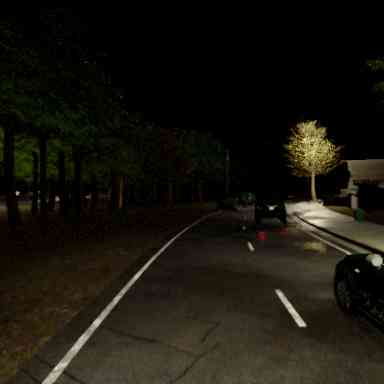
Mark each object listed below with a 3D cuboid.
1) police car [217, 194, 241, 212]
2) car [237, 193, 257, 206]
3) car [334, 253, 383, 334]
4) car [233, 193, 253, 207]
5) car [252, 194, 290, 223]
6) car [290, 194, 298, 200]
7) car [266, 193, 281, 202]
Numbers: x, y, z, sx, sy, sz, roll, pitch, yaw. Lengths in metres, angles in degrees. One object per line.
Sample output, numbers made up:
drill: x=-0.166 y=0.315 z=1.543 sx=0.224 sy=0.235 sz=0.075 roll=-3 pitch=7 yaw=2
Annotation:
police car: x=4.213 y=1.399 z=39.461 sx=1.930 sy=1.638 sz=5.238 roll=0 pitch=0 yaw=15
car: x=9.080 y=1.157 z=54.536 sx=2.150 sy=2.045 sz=5.566 roll=0 pitch=0 yaw=21
car: x=3.768 y=1.359 z=4.655 sx=2.097 sy=1.767 sz=4.553 roll=0 pitch=0 yaw=2
car: x=7.066 y=1.172 z=48.912 sx=2.150 sy=2.045 sz=5.566 roll=0 pitch=0 yaw=19
car: x=6.002 y=1.235 z=25.749 sx=2.150 sy=2.045 sz=5.566 roll=0 pitch=0 yaw=10
car: x=25.260 y=1.328 z=84.158 sx=2.128 sy=1.511 sz=4.902 roll=0 pitch=0 yaw=34
car: x=17.364 y=1.154 z=70.648 sx=2.097 sy=1.767 sz=4.553 roll=0 pitch=0 yaw=28
